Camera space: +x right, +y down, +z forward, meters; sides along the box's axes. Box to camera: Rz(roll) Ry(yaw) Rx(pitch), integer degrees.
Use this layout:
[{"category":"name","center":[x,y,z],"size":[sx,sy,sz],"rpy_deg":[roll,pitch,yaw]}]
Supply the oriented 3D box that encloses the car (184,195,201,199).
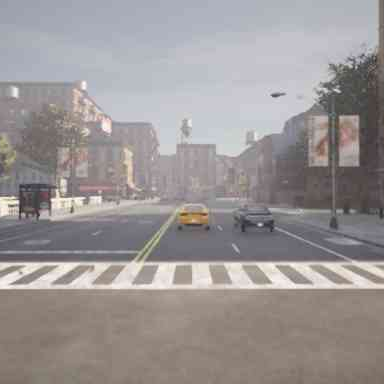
[{"category":"car","center":[0.072,1.598,56.508],"size":[1.994,1.385,4.181],"rpy_deg":[0,0,0]}]

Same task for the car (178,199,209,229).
[{"category":"car","center":[0.105,1.491,21.717],"size":[1.882,1.535,5.008],"rpy_deg":[0,0,0]}]

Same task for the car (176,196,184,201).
[{"category":"car","center":[-1.574,1.642,77.667],"size":[1.895,1.301,4.718],"rpy_deg":[0,0,16]}]

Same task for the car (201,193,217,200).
[{"category":"car","center":[5.104,1.594,92.065],"size":[1.994,1.385,4.181],"rpy_deg":[0,0,33]}]

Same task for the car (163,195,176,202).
[{"category":"car","center":[-4.561,1.573,79.845],"size":[2.128,1.511,4.902],"rpy_deg":[0,0,16]}]

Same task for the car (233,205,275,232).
[{"category":"car","center":[3.605,1.503,20.000],"size":[2.128,1.511,4.902],"rpy_deg":[0,0,0]}]

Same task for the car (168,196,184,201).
[{"category":"car","center":[-4.216,1.648,89.275],"size":[1.895,1.301,4.718],"rpy_deg":[0,0,30]}]

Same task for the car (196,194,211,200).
[{"category":"car","center":[2.220,1.642,78.116],"size":[1.895,1.301,4.718],"rpy_deg":[0,0,19]}]

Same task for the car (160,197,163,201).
[{"category":"car","center":[-6.381,1.570,83.970],"size":[2.002,1.452,4.674],"rpy_deg":[0,0,20]}]
